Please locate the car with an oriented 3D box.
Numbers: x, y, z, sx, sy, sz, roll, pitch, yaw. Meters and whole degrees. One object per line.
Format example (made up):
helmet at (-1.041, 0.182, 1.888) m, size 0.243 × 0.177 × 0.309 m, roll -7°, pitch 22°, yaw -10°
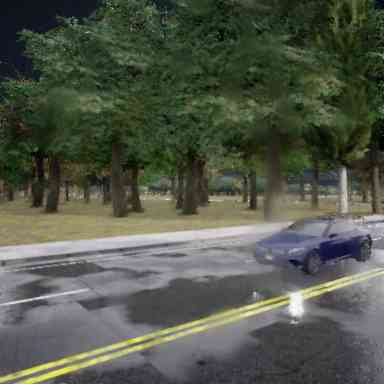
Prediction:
car at (4.040, 1.569, 10.709) m, size 4.674 × 1.442 × 1.812 m, roll 0°, pitch 0°, yaw -36°
